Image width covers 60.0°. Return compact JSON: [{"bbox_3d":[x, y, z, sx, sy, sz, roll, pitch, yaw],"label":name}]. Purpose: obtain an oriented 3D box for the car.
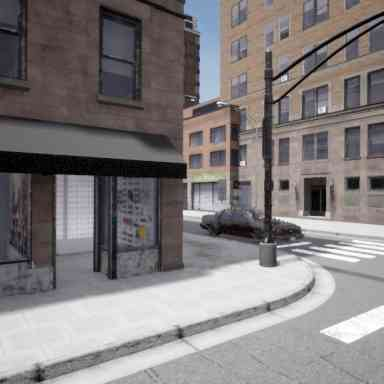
[{"bbox_3d":[2.533,1.481,15.620,2.033,1.411,5.357,0,0,-36],"label":"car"}]
